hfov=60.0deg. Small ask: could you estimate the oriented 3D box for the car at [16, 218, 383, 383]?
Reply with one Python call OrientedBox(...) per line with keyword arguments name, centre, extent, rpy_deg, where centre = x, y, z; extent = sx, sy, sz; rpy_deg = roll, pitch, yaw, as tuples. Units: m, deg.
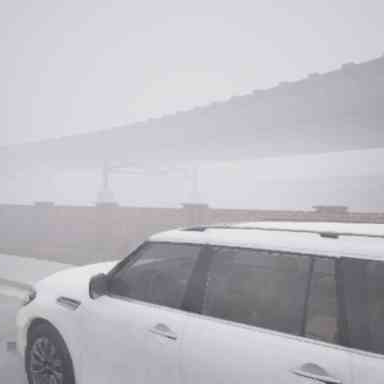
OrientedBox(name="car", centre=(0.482, 1.293, 3.295), extent=(5.566, 2.045, 2.150), rpy_deg=(-1, -1, 37))
